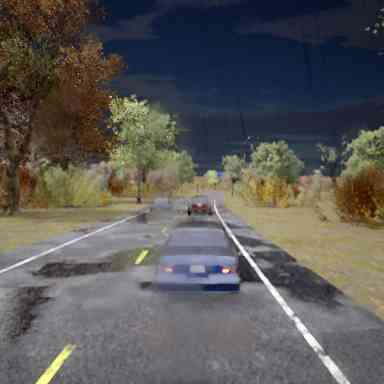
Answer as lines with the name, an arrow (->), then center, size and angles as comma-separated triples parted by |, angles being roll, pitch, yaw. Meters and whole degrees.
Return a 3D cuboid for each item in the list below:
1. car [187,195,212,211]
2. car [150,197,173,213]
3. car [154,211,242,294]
car -> 0.729, 1.083, 30.057 | 2.097, 1.767, 4.553 | 0, 1, 2
car -> -2.883, 1.232, 32.329 | 1.812, 1.442, 4.674 | 0, 1, 2
car -> 0.165, 1.470, 8.752 | 2.033, 1.411, 5.357 | 0, 1, 1
